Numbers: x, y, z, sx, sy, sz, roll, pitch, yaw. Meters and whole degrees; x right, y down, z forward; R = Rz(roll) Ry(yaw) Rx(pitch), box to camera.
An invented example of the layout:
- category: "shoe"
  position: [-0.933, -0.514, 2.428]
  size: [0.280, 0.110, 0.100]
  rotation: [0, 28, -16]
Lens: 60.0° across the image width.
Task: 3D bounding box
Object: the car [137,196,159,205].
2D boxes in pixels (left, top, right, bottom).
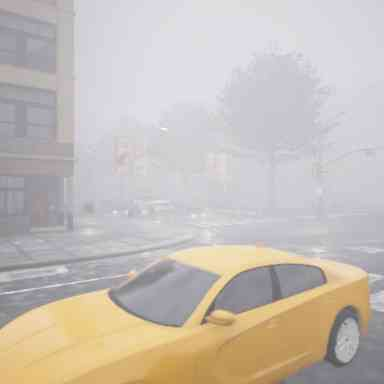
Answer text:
- category: "car"
  position: [-8.017, 1.505, 59.865]
  size: [1.837, 1.490, 4.892]
  rotation: [0, 0, -36]

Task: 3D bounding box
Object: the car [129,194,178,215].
- category: "car"
  position: [-4.152, 1.221, 34.563]
  size: [2.150, 2.045, 5.566]
  rotation: [0, 0, -36]

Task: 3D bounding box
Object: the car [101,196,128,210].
- category: "car"
  position: [-9.984, 1.352, 42.755]
  size: [2.097, 1.767, 4.553]
  rotation: [0, 0, -35]

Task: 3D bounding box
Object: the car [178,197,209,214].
- category: "car"
  position: [-0.921, 1.547, 36.058]
  size: [2.033, 1.411, 5.357]
  rotation: [0, 0, -36]

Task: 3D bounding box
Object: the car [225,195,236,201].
- category: "car"
  position: [8.017, 1.413, 76.664]
  size: [2.161, 1.482, 4.786]
  rotation: [0, 0, -36]

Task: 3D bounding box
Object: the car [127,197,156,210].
- category: "car"
  position: [-6.743, 1.505, 44.234]
  size: [1.837, 1.490, 4.892]
  rotation: [0, 0, -35]

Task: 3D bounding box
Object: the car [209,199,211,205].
- category: "car"
  position: [1.027, 1.478, 53.418]
  size: [1.882, 1.535, 5.008]
  rotation: [0, 0, -36]

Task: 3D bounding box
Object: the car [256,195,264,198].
- category: "car"
  position: [17.682, 1.463, 83.094]
  size: [1.895, 1.301, 4.718]
  rotation: [0, 0, -36]

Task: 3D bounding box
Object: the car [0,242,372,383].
- category: "car"
  position: [0.283, 1.477, 4.188]
  size: [5.008, 1.535, 1.882]
  rotation: [0, 0, -35]

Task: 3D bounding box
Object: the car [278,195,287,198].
- category: "car"
  position: [18.479, 1.320, 69.160]
  size: [2.002, 1.452, 4.674]
  rotation: [0, 0, -36]
